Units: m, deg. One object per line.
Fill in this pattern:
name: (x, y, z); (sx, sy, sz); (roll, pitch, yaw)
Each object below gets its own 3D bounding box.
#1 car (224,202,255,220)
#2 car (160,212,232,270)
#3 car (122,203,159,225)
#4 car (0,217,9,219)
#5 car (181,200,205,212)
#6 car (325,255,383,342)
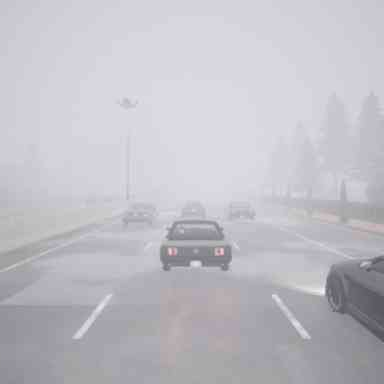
car: (3.610, 1.449, 26.021); (1.895, 1.301, 4.718); (0, 0, 0)
car: (0.104, 1.538, 10.730); (1.895, 1.301, 4.718); (0, 0, 0)
car: (-3.393, 1.415, 22.509); (2.033, 1.411, 5.357); (0, 0, 0)
car: (-10.595, 1.507, 15.522); (1.895, 1.301, 4.718); (0, 0, 0)
car: (0.111, 1.397, 28.630); (1.994, 1.385, 4.181); (0, 0, 0)
car: (3.597, 1.536, 4.848); (1.994, 1.385, 4.181); (0, 0, 0)
